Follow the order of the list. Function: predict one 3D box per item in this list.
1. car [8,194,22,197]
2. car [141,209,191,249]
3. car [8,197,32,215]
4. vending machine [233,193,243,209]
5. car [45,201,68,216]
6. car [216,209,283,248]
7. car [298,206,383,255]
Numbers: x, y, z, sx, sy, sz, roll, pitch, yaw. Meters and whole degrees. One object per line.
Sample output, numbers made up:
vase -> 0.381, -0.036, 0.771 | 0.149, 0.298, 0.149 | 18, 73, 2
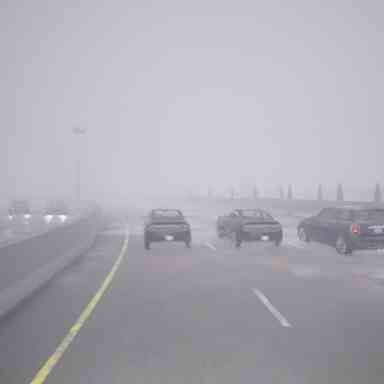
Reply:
car -> -35.569, 1.119, 67.059 | 4.892, 1.490, 1.837 | 0, 0, 44
car -> -1.194, 1.480, 14.672 | 2.128, 1.511, 4.902 | 0, 0, -9
car -> -17.669, 1.508, 34.277 | 1.837, 1.490, 4.892 | 0, 0, -23
vending machine -> 6.065, 1.143, 43.945 | 1.100, 2.100, 0.880 | 0, 0, -23
car -> -13.342, 1.558, 32.860 | 1.994, 1.385, 4.181 | 0, 0, -21
car -> 2.342, 1.474, 14.646 | 2.128, 1.511, 4.902 | 0, 0, -8
car -> 6.043, 1.329, 13.344 | 2.097, 1.767, 4.553 | 0, 0, -7
